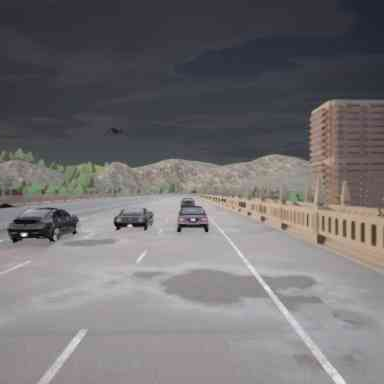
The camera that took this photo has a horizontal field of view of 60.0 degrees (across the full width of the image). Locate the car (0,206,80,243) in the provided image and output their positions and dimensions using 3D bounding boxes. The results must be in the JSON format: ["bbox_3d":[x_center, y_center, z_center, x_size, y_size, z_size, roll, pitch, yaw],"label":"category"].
[{"bbox_3d":[-6.942,1.506,16.129,1.837,1.490,4.892,0,0,-1],"label":"car"}]

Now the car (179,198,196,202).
[{"bbox_3d":[-0.576,1.508,42.665,1.837,1.490,4.892,0,0,-2],"label":"car"}]

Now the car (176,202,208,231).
[{"bbox_3d":[0.008,1.549,20.458,2.033,1.411,5.357,0,0,-1],"label":"car"}]

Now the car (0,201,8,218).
[{"bbox_3d":[-17.858,1.565,28.520,1.994,1.385,4.181,0,0,-1],"label":"car"}]

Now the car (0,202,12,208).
[{"bbox_3d":[-14.245,1.506,23.600,1.837,1.490,4.892,0,0,-1],"label":"car"}]

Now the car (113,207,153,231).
[{"bbox_3d":[-3.503,1.602,20.825,1.895,1.301,4.718,0,0,-1],"label":"car"}]
